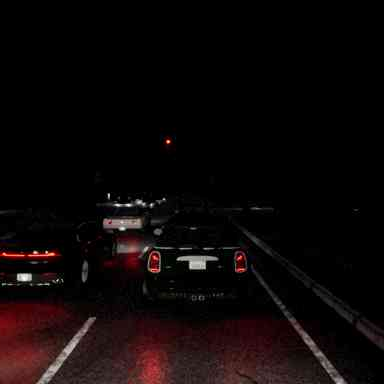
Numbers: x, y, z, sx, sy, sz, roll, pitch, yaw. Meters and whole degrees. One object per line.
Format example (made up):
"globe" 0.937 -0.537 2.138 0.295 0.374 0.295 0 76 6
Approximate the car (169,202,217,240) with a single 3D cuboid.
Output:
"car" 0.083 1.388 17.315 2.128 1.511 4.902 0 0 1

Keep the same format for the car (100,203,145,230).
"car" -3.412 1.487 18.496 1.895 1.301 4.718 0 0 0

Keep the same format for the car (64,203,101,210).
"car" -7.112 1.408 21.454 2.033 1.411 5.357 0 0 0

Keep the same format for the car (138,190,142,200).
"car" -10.600 0.706 63.347 2.150 2.045 5.566 0 1 0

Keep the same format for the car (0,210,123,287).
"car" -3.403 1.468 9.175 1.837 1.490 4.892 0 0 0

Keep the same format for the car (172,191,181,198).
"car" -4.046 0.693 85.626 1.837 1.490 4.892 0 1 -4

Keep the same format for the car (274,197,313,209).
"car" 12.176 1.307 39.178 4.718 1.301 1.895 0 1 -3

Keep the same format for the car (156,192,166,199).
"car" -7.281 0.832 79.431 2.033 1.411 5.357 0 1 -2

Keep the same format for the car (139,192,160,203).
"car" -7.129 1.106 56.056 2.033 1.411 5.357 0 1 0

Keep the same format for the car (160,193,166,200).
"car" -7.077 0.975 68.898 2.033 1.411 5.357 0 1 0

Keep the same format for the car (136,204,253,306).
"car" 0.098 1.323 8.118 2.097 1.767 4.553 0 0 0

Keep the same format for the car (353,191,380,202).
"car" 21.927 0.923 39.732 5.566 2.045 2.150 0 1 -3

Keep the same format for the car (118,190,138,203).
"car" -10.627 0.929 53.912 2.097 1.767 4.553 0 0 0

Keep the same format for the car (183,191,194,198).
"car" -0.571 0.709 86.123 1.812 1.442 4.674 0 1 -4

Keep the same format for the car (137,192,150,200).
"car" -10.638 0.895 73.577 2.128 1.511 4.902 0 1 -1
